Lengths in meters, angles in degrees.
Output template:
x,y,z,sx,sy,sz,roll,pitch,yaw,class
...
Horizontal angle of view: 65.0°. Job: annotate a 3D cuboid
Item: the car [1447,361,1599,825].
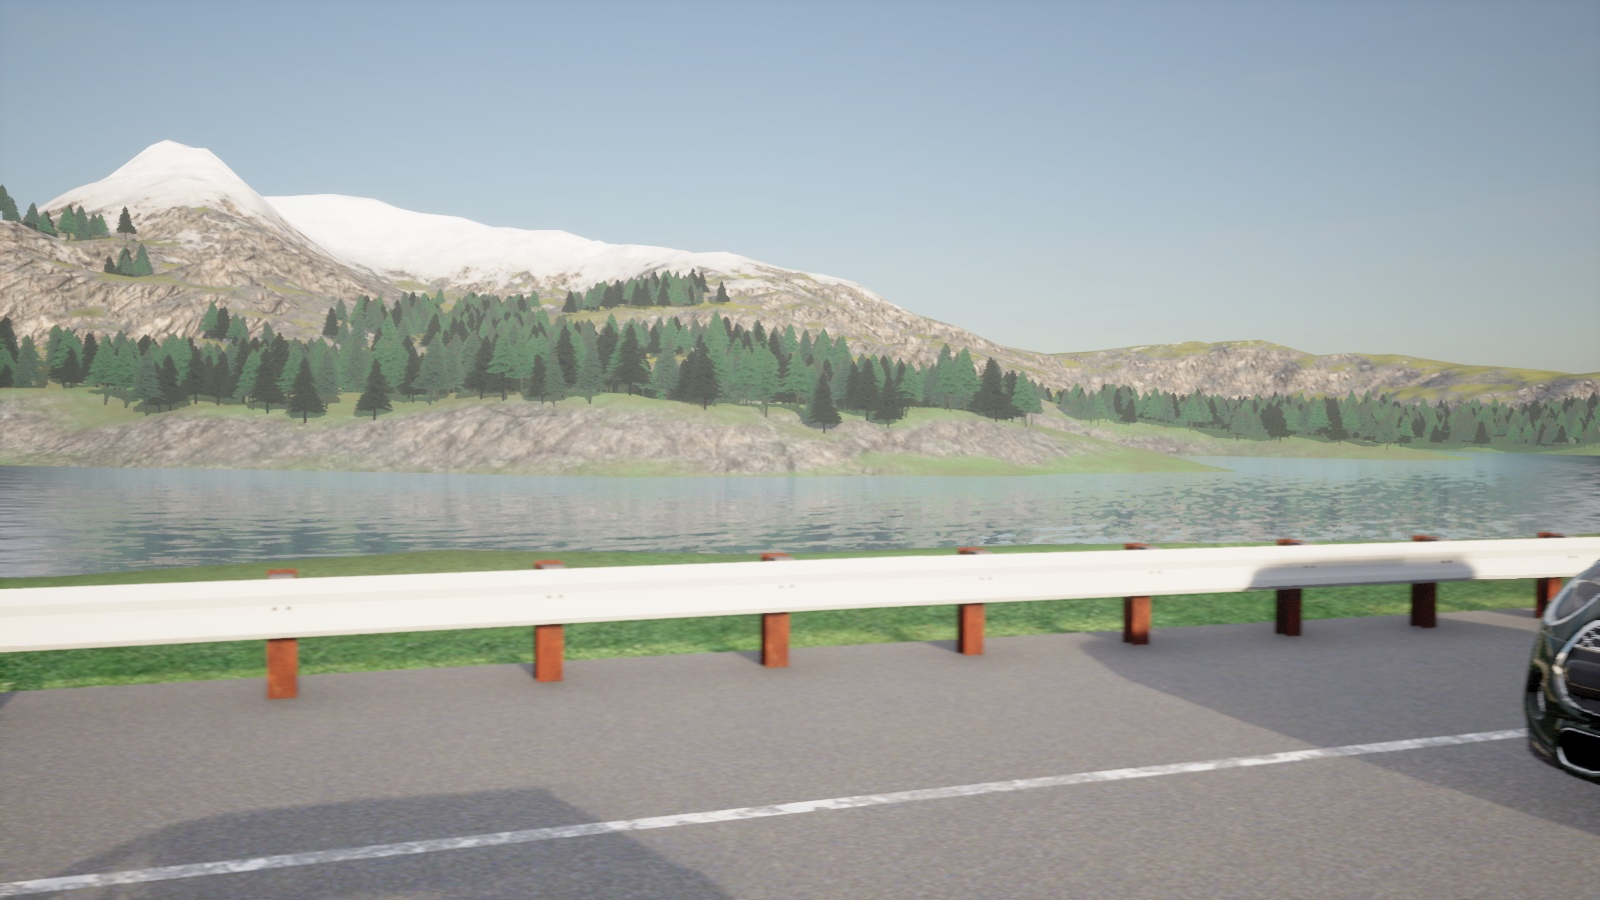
x,y,z,sx,sy,sz,roll,pitch,yaw,class
5.293,0.514,5.246,4.553,1.767,2.097,-1,1,-21,car
